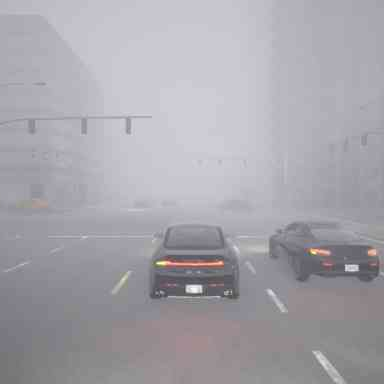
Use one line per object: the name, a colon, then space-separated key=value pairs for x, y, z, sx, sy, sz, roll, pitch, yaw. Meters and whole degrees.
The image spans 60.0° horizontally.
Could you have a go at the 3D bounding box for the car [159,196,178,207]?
car: x=-3.568 y=1.477 z=52.546 sx=1.882 sy=1.535 sz=5.008 roll=0 pitch=0 yaw=0

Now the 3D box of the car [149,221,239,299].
car: x=0.058 y=1.505 z=8.437 sx=1.837 sy=1.490 sz=4.892 roll=0 pitch=0 yaw=0

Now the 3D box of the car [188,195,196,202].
car: x=0.001 y=1.364 z=73.944 sx=2.128 sy=1.511 sz=4.902 roll=0 pitch=0 yaw=0

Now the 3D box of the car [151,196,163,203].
car: x=-7.019 y=1.564 z=67.491 sx=1.994 sy=1.385 sz=4.181 roll=0 pitch=0 yaw=1

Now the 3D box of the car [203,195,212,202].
car: x=3.501 y=1.363 z=73.944 sx=1.812 sy=1.442 sz=4.674 roll=0 pitch=0 yaw=0

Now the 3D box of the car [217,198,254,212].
car: x=5.116 y=1.505 z=39.654 sx=1.837 sy=1.490 sz=4.892 roll=-4 pitch=3 yaw=-44

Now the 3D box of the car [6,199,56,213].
car: x=-17.400 y=1.477 z=35.940 sx=5.008 sy=1.535 sz=1.882 roll=0 pitch=0 yaw=1

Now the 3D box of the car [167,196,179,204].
car: x=-3.545 y=1.547 z=62.808 sx=2.033 sy=1.411 sz=5.357 roll=0 pitch=0 yaw=0

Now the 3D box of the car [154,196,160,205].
car: x=-7.079 y=1.477 z=57.527 sx=1.882 sy=1.535 sz=5.008 roll=0 pitch=0 yaw=0

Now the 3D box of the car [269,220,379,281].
car: x=3.564 y=1.526 z=9.693 sx=1.812 sy=1.442 sz=4.674 roll=0 pitch=0 yaw=0

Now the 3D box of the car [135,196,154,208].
car: x=-7.086 y=1.601 z=48.423 sx=1.895 sy=1.301 sz=4.718 roll=0 pitch=0 yaw=0
